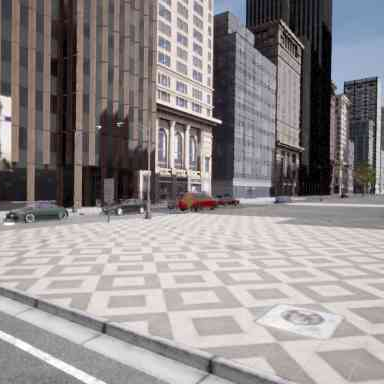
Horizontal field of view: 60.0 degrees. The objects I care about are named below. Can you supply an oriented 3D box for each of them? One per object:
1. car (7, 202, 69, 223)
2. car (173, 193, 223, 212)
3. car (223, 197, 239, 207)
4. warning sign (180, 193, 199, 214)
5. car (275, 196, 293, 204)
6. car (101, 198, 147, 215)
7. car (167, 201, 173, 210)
[{"bbox_3d":[-11.447,1.470,24.911,1.994,1.385,4.181,1,1,35],"label":"car"},{"bbox_3d":[0.731,1.118,36.575,2.150,2.045,5.566,1,1,35],"label":"car"},{"bbox_3d":[4.968,1.395,48.036,1.895,1.301,4.718,1,1,36],"label":"car"},{"bbox_3d":[-0.243,1.077,30.668,1.300,1.860,1.060,1,1,35],"label":"warning sign"},{"bbox_3d":[16.201,1.347,58.452,1.994,1.385,4.181,1,1,35],"label":"car"},{"bbox_3d":[-6.436,1.377,31.988,1.837,1.490,4.892,1,1,35],"label":"car"},{"bbox_3d":[-0.989,1.340,39.681,1.837,1.490,4.892,1,1,35],"label":"car"}]
